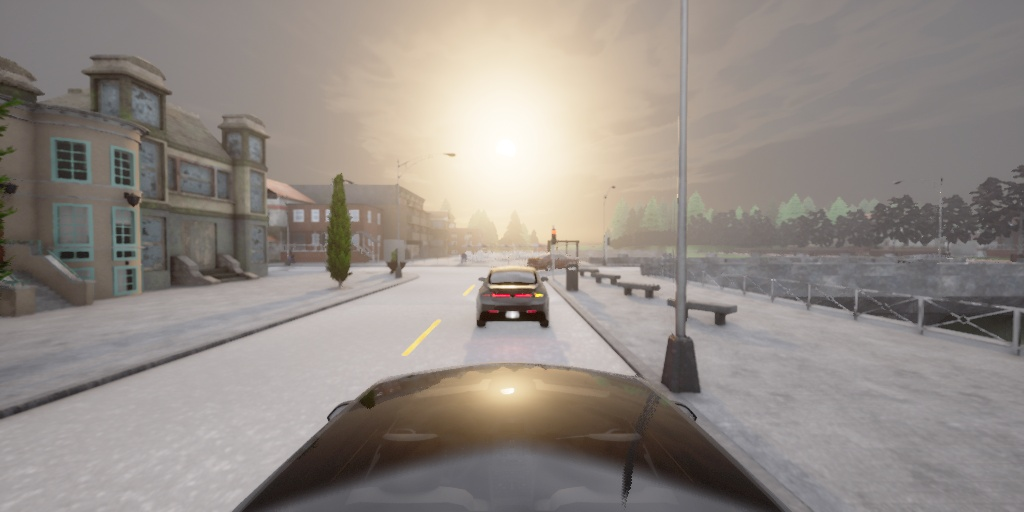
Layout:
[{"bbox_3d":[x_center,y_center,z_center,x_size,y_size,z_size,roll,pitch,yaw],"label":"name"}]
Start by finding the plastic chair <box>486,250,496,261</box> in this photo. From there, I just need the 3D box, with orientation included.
[{"bbox_3d":[-2.957,0.041,50.850,0.730,1.272,0.750,0,0,0],"label":"plastic chair"}]

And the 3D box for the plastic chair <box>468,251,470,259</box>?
[{"bbox_3d":[-5.557,0.036,51.050,0.730,1.272,0.750,0,0,0],"label":"plastic chair"}]

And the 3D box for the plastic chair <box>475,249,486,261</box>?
[{"bbox_3d":[-4.357,0.069,49.750,0.750,1.272,0.730,0,0,0],"label":"plastic chair"}]

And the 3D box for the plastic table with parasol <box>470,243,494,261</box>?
[{"bbox_3d":[-4.237,-0.566,50.970,2.482,2.480,2.482,0,0,0],"label":"plastic table with parasol"}]

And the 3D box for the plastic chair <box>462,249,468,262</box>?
[{"bbox_3d":[-7.053,-0.098,56.380,0.750,1.272,0.730,0,0,-1],"label":"plastic chair"}]

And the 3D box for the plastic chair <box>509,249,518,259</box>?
[{"bbox_3d":[0.143,-0.136,57.848,0.730,1.272,0.750,0,0,0],"label":"plastic chair"}]

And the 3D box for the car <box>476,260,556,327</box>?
[{"bbox_3d":[0.035,1.031,10.547,1.837,1.490,4.892,0,1,1],"label":"car"}]

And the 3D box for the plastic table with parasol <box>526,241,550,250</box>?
[{"bbox_3d":[3.583,-0.547,50.220,2.482,2.480,2.482,0,0,0],"label":"plastic table with parasol"}]

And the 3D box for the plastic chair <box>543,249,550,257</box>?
[{"bbox_3d":[4.843,0.061,50.050,0.730,1.272,0.750,0,0,0],"label":"plastic chair"}]

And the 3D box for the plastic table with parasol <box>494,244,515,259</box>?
[{"bbox_3d":[-1.207,-0.742,57.948,2.482,2.480,2.482,0,0,0],"label":"plastic table with parasol"}]

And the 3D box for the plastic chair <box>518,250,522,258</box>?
[{"bbox_3d":[1.047,-0.300,64.377,0.750,1.272,0.730,0,0,-1],"label":"plastic chair"}]

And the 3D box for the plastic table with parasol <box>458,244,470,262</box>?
[{"bbox_3d":[-7.127,-0.732,57.558,2.482,2.480,2.482,0,0,0],"label":"plastic table with parasol"}]

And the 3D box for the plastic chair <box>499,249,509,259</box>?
[{"bbox_3d":[-1.257,-0.108,56.748,0.750,1.272,0.730,0,0,0],"label":"plastic chair"}]

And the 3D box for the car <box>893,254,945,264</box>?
[{"bbox_3d":[40.142,0.471,35.119,4.181,1.385,1.994,0,1,0],"label":"car"}]

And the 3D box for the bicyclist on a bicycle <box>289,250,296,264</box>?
[{"bbox_3d":[-24.188,0.151,39.328,0.582,1.620,1.656,0,2,0],"label":"bicyclist on a bicycle"}]

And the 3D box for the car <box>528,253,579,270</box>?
[{"bbox_3d":[3.596,0.504,30.420,5.008,1.535,1.882,-1,0,-38],"label":"car"}]

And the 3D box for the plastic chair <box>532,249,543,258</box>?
[{"bbox_3d":[3.443,0.089,48.950,0.750,1.272,0.730,0,0,0],"label":"plastic chair"}]

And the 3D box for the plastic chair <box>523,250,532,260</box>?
[{"bbox_3d":[2.243,0.056,50.250,0.730,1.272,0.750,0,0,0],"label":"plastic chair"}]
